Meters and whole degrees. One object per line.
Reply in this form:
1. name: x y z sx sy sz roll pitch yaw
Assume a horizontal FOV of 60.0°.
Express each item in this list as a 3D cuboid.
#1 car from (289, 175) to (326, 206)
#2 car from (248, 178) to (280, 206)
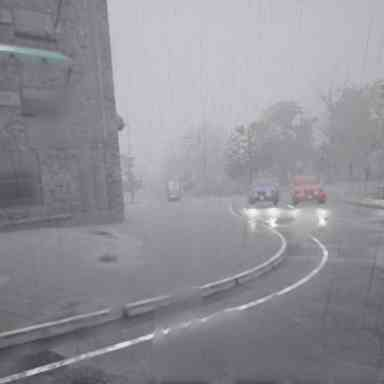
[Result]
1. car: 8.858 -0.199 25.944 2.150 2.045 5.566 -4 3 14
2. car: 6.098 -0.103 27.921 2.150 2.045 5.566 -4 3 18
